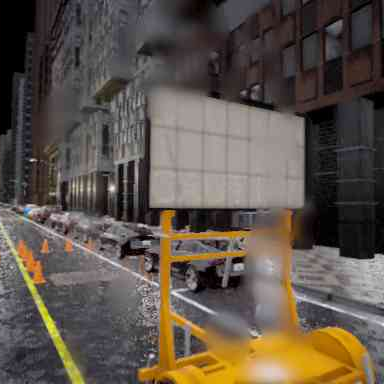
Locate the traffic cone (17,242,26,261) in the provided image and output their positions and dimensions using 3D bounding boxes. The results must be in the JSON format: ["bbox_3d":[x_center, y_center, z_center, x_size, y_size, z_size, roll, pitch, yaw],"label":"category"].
[{"bbox_3d":[-6.428,2.329,12.807,0.340,0.580,0.340,2,-2,-31],"label":"traffic cone"}]

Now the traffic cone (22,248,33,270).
[{"bbox_3d":[-5.387,2.283,11.100,0.340,0.580,0.340,2,-2,-31],"label":"traffic cone"}]

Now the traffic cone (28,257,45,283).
[{"bbox_3d":[-4.345,2.238,9.393,0.340,0.580,0.340,2,-2,-31],"label":"traffic cone"}]

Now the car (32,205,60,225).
[{"bbox_3d":[-14.510,2.325,33.841,2.192,1.841,5.009,2,-2,-31],"label":"car"}]

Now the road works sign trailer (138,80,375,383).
[{"bbox_3d":[0.409,0.626,4.135,2.380,3.560,2.880,2,-2,-31],"label":"road works sign trailer"}]

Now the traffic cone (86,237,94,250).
[{"bbox_3d":[-4.909,2.466,16.074,0.340,0.580,0.340,2,-2,-31],"label":"traffic cone"}]

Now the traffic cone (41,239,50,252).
[{"bbox_3d":[-6.617,2.405,15.034,0.340,0.580,0.340,2,-2,-31],"label":"traffic cone"}]

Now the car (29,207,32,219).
[{"bbox_3d":[-17.432,2.723,38.613,1.802,1.307,4.206,2,-2,-31],"label":"car"}]

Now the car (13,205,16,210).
[{"bbox_3d":[-32.019,3.380,62.516,1.802,1.307,4.206,2,-3,-31],"label":"car"}]

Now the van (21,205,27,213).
[{"bbox_3d":[-23.263,2.744,48.183,1.690,1.788,3.998,2,-3,-31],"label":"van"}]

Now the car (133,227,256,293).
[{"bbox_3d":[0.072,1.928,9.929,1.947,1.339,4.313,2,-2,-31],"label":"car"}]

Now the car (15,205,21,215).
[{"bbox_3d":[-29.102,3.248,57.735,1.802,1.307,4.206,2,-3,-31],"label":"car"}]

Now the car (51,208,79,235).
[{"bbox_3d":[-8.678,2.189,24.276,1.967,1.590,4.097,2,-2,-31],"label":"car"}]

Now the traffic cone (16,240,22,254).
[{"bbox_3d":[-7.470,2.375,14.514,0.340,0.580,0.340,2,-2,-31],"label":"traffic cone"}]

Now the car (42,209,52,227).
[{"bbox_3d":[-11.597,2.461,29.051,1.802,1.307,4.206,2,-2,-31],"label":"car"}]

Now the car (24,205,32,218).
[{"bbox_3d":[-20.437,2.801,43.540,1.752,1.417,4.829,2,-2,-31],"label":"car"}]

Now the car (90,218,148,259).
[{"bbox_3d":[-2.845,2.056,14.709,1.947,1.339,4.313,2,-2,-31],"label":"car"}]

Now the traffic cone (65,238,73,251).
[{"bbox_3d":[-5.763,2.436,15.554,0.340,0.580,0.340,2,-2,-31],"label":"traffic cone"}]

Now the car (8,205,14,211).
[{"bbox_3d":[-40.770,3.740,76.859,1.887,1.381,4.507,2,-3,-31],"label":"car"}]

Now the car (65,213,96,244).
[{"bbox_3d":[-5.762,2.170,19.490,2.008,1.369,4.403,2,-2,-31],"label":"car"}]
